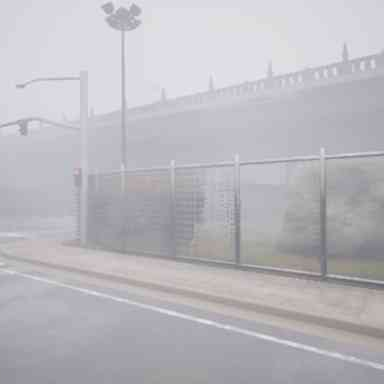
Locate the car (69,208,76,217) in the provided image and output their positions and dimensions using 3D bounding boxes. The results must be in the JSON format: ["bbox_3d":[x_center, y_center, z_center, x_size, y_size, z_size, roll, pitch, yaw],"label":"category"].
[{"bbox_3d":[-10.800,1.890,35.860,1.882,1.535,5.008,-1,1,35],"label":"car"}]
